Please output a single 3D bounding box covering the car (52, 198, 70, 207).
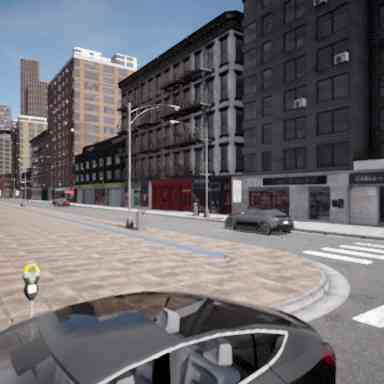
[{"bbox_3d":[-21.716,1.702,55.086,2.033,1.411,5.357,0,0,-34],"label":"car"}]

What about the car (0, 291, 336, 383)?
[{"bbox_3d":[-0.753,1.566,2.276,4.313,1.339,1.947,0,0,-35],"label":"car"}]

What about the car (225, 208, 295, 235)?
[{"bbox_3d":[3.817,1.591,19.227,1.994,1.385,4.181,0,0,-35],"label":"car"}]
